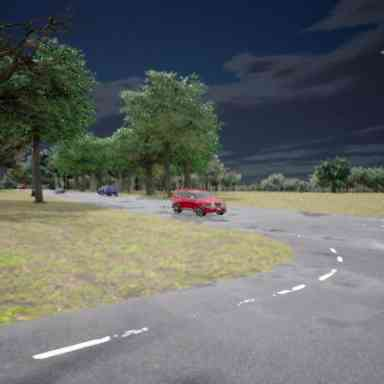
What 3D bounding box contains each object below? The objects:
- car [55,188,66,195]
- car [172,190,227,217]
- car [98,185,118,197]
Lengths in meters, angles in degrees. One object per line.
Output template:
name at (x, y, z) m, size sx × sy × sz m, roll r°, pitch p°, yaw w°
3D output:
car at (-28.335, -0.184, 71.278) m, size 2.033 × 1.411 × 5.357 m, roll -1°, pitch 2°, yaw -28°
car at (0.444, 0.866, 27.425) m, size 2.150 × 2.045 × 5.566 m, roll -1°, pitch 2°, yaw -35°
car at (-15.790, -0.221, 62.363) m, size 2.150 × 2.045 × 5.566 m, roll -1°, pitch 2°, yaw -35°
